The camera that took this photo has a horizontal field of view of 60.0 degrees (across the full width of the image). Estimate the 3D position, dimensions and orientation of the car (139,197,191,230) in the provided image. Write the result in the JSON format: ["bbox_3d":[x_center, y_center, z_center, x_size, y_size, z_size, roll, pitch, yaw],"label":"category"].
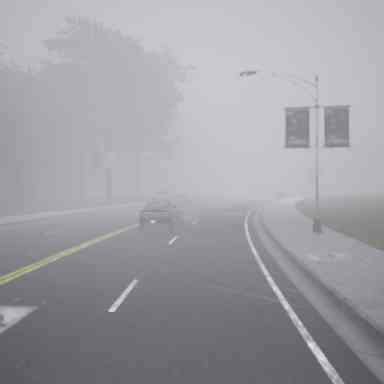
[{"bbox_3d":[-1.620,1.245,19.090,2.128,1.511,4.902,0,1,8],"label":"car"}]

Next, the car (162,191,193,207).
[{"bbox_3d":[-1.222,0.999,37.597,2.128,1.511,4.902,0,1,16],"label":"car"}]

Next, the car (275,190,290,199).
[{"bbox_3d":[16.932,0.434,62.200,1.837,1.490,4.892,0,1,29],"label":"car"}]

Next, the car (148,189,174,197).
[{"bbox_3d":[-3.609,0.696,41.067,2.150,2.045,5.566,0,1,17],"label":"car"}]

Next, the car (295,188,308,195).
[{"bbox_3d":[25.576,-0.123,77.993,1.812,1.442,4.674,0,1,37],"label":"car"}]

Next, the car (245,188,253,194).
[{"bbox_3d":[14.238,-0.160,78.623,1.882,1.535,5.008,0,1,35],"label":"car"}]

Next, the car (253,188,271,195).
[{"bbox_3d":[16.474,-0.009,76.113,2.033,1.411,5.357,0,1,33],"label":"car"}]
